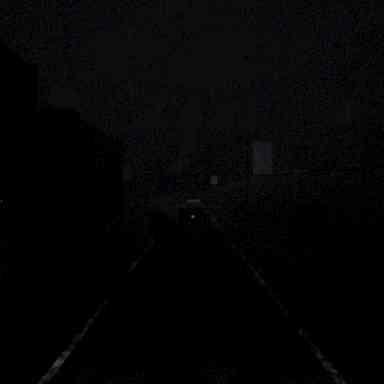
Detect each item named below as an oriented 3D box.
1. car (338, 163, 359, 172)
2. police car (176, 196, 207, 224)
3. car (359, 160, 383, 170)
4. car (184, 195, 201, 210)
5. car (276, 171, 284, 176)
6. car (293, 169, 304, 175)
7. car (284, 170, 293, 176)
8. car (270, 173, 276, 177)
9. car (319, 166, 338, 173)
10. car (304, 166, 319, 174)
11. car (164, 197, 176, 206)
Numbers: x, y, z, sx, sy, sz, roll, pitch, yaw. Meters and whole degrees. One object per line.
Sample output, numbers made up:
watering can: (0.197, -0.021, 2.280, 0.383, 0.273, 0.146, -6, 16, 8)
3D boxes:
car: (24.255, -3.511, 49.373, 2.002, 1.452, 4.674, 0, 1, -7)
police car: (0.081, 1.377, 24.156, 1.930, 1.638, 5.238, 0, 0, 0)
car: (25.058, -3.440, 44.012, 2.231, 1.521, 4.892, 0, 1, -9)
car: (0.035, 1.268, 42.876, 2.097, 1.767, 4.553, 0, 0, 0)
car: (21.889, -4.102, 77.122, 2.231, 1.521, 4.892, 0, 1, -1)
car: (22.471, -3.886, 66.043, 2.097, 1.535, 5.008, 0, 1, -4)
car: (22.120, -3.957, 71.580, 2.002, 1.452, 4.674, 0, 1, -2)
car: (21.762, -4.190, 82.640, 2.231, 1.521, 4.892, 0, 1, -1)
car: (23.555, -3.631, 54.847, 2.163, 1.488, 4.792, 0, 1, -6)
car: (22.937, -3.901, 60.538, 2.185, 1.767, 4.553, 0, 1, -5)
car: (-3.607, 1.480, 55.058, 1.812, 1.442, 4.674, 0, 0, 0)
